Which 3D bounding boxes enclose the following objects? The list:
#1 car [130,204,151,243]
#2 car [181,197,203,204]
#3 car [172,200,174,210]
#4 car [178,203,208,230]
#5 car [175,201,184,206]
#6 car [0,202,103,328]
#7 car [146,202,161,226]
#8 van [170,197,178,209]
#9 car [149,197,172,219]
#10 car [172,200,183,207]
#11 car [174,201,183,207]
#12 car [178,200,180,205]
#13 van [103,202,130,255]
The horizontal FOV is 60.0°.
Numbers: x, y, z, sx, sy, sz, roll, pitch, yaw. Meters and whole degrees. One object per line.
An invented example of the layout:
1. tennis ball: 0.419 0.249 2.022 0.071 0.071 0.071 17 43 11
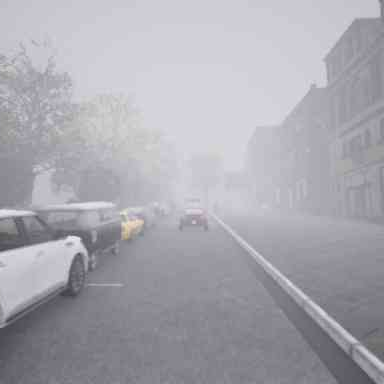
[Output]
1. car: -3.640 1.635 16.979 1.946 1.575 5.366 0 -1 2
2. car: 0.113 1.612 40.128 2.150 2.045 5.566 0 0 0
3. car: -3.639 1.898 39.071 2.002 1.452 4.674 0 -1 2
4. car: 0.108 1.741 22.900 1.812 1.442 4.674 0 -1 0
5. car: -3.614 3.319 94.747 2.163 1.488 4.792 0 -2 2
6. car: -3.651 1.282 5.685 2.435 2.045 5.566 0 -1 2
7. car: -3.645 1.690 22.358 2.097 1.535 5.008 0 -1 2
8. van: -3.631 1.746 50.334 1.878 1.987 4.442 0 -1 2
9. car: -3.643 1.676 33.474 2.185 1.767 4.553 0 -1 2
10. car: -3.608 2.874 83.588 2.097 1.535 5.008 1 -2 2
11. car: -3.613 3.081 89.145 2.097 1.535 5.008 0 -2 2
12. car: -3.635 1.901 55.756 2.185 1.767 4.553 0 -1 2
13. van: -3.645 1.359 11.343 1.878 1.987 4.442 0 -1 2
